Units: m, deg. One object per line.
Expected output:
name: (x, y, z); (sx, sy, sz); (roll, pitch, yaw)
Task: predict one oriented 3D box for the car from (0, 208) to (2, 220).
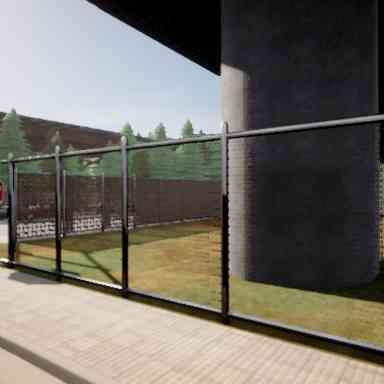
car: (-15.573, 1.695, 29.859); (2.033, 1.411, 5.357); (0, 0, 36)
